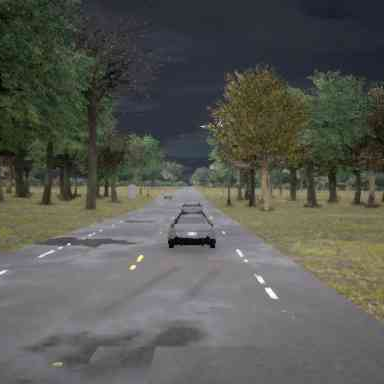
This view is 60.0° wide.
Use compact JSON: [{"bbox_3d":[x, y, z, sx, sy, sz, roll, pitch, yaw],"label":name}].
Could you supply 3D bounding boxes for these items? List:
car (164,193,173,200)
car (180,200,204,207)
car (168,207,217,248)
[{"bbox_3d":[-5.527,0.977,77.337,1.882,1.535,5.008,0,1,-7],"label":"car"},{"bbox_3d":[0.000,1.460,29.648,2.128,1.511,4.902,0,0,0],"label":"car"},{"bbox_3d":[0.000,1.560,14.650,1.994,1.385,4.181,0,0,0],"label":"car"}]
